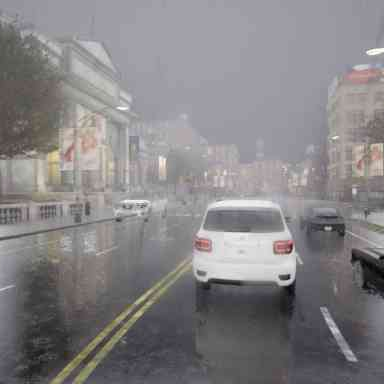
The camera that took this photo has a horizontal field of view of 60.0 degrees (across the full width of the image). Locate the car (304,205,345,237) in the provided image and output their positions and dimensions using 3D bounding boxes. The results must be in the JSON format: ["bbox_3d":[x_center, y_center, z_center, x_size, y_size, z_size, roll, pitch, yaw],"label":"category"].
[{"bbox_3d":[7.019,1.504,18.253,1.837,1.490,4.892,0,0,12],"label":"car"}]

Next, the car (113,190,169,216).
[{"bbox_3d":[-3.124,0.840,21.593,2.150,2.045,5.566,0,0,12],"label":"car"}]

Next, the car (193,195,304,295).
[{"bbox_3d":[1.471,1.221,9.001,2.150,2.045,5.566,0,0,11],"label":"car"}]

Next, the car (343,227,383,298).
[{"bbox_3d":[4.541,1.601,6.123,1.895,1.301,4.718,0,0,9],"label":"car"}]

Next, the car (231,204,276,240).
[{"bbox_3d":[3.437,1.492,18.306,2.128,1.511,4.902,0,0,12],"label":"car"}]
